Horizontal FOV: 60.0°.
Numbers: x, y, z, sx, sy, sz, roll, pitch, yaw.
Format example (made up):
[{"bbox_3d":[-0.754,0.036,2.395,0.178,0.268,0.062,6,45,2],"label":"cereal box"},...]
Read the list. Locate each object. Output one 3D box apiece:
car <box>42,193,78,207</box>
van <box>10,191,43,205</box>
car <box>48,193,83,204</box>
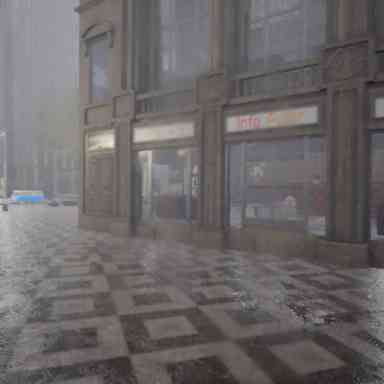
[{"bbox_3d":[-14.589,1.081,38.604,1.947,1.339,4.313,2,2,36],"label":"car"},{"bbox_3d":[-21.502,0.740,43.585,1.690,1.788,3.998,2,2,36],"label":"van"},{"bbox_3d":[-18.214,0.879,48.141,2.008,1.369,4.403,2,2,36],"label":"car"}]
